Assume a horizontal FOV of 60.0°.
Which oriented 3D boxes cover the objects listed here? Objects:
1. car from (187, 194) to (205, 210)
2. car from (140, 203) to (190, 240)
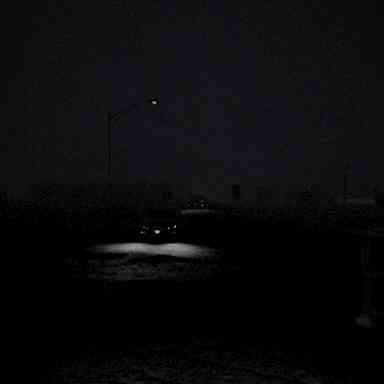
[{"bbox_3d":[0.600,1.259,44.805,2.150,2.045,5.566,0,0,4],"label":"car"},{"bbox_3d":[-1.374,1.517,17.154,1.837,1.490,4.892,0,0,4],"label":"car"}]
